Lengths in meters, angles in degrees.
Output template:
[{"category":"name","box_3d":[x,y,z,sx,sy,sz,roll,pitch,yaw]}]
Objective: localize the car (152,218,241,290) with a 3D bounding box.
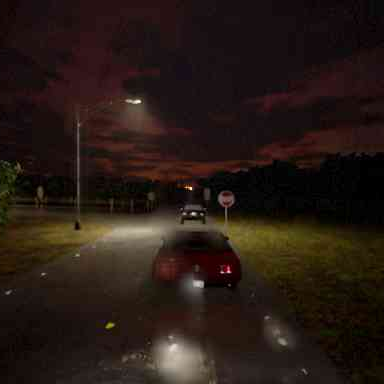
[{"category":"car","box_3d":[0.094,1.632,9.137,1.895,1.301,4.718,0,0,0]}]

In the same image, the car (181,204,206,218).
[{"category":"car","box_3d":[0.097,1.623,26.238,2.033,1.411,5.357,1,0,0]}]
